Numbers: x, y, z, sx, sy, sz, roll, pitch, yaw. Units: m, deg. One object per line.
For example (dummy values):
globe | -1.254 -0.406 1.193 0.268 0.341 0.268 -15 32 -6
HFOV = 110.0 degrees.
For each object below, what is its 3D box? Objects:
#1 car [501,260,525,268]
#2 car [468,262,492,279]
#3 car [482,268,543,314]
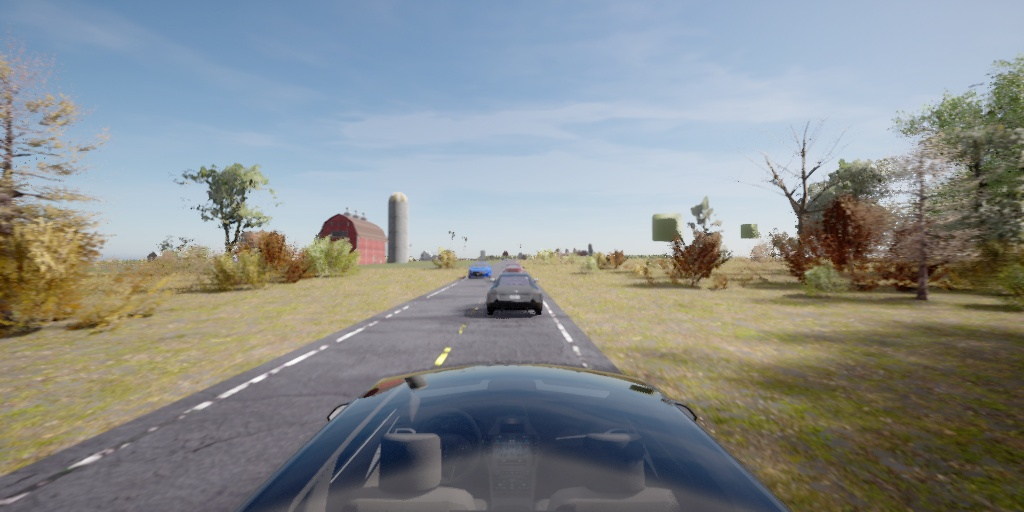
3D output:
car | 0.087 1.309 29.676 1.812 1.442 4.674 0 0 0
car | -2.844 1.265 32.757 1.882 1.535 5.008 0 0 0
car | 0.095 1.327 13.810 1.994 1.385 4.181 0 0 0
